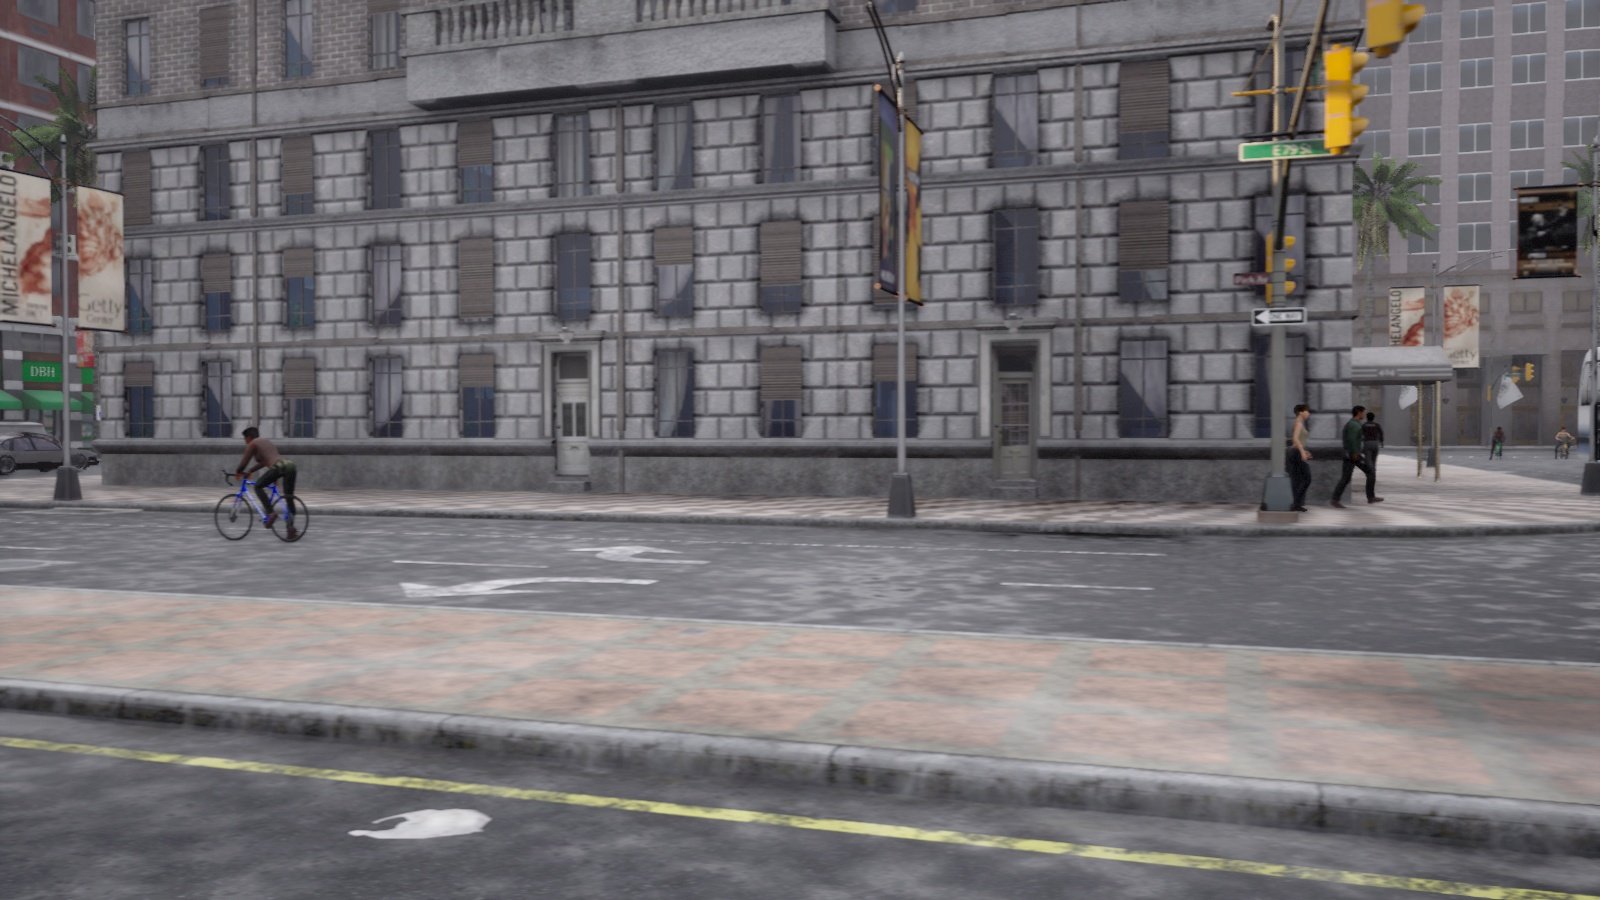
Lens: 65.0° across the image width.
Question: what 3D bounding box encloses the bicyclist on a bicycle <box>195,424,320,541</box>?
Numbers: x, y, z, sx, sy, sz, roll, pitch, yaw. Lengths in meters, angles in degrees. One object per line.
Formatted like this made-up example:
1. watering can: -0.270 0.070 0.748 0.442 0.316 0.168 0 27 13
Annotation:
1. bicyclist on a bicycle: -7.705 0.443 17.827 1.656 1.620 0.582 0 1 18

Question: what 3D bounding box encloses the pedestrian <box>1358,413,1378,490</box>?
1. pedestrian: 14.470 0.030 31.986 0.402 1.930 0.666 1 1 22

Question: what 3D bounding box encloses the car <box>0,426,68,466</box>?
1. car: -31.162 -0.180 49.517 1.789 1.549 3.705 1 1 19

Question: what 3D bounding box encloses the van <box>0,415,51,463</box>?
1. van: -33.862 -0.466 52.332 1.775 1.987 4.442 1 1 18

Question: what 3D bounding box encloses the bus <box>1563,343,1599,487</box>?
1. bus: 25.138 -1.004 35.460 3.944 4.253 10.273 1 1 19

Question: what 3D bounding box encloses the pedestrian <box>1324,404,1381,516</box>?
1. pedestrian: 9.686 0.169 22.022 0.788 1.949 0.423 0 1 4

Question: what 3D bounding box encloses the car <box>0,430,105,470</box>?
1. car: -28.554 -0.041 46.112 2.033 1.411 5.357 1 1 19

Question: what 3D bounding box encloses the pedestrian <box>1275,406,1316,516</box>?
1. pedestrian: 8.344 0.177 21.154 0.594 1.836 0.345 1 1 15
